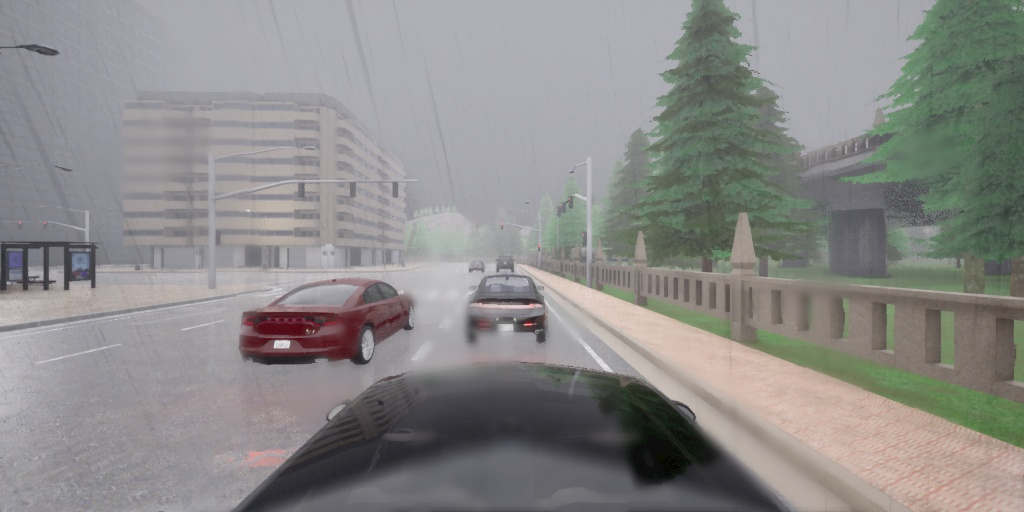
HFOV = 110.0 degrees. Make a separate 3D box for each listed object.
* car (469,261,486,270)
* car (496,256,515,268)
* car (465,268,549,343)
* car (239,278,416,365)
[{"bbox_3d":[-4.370,1.298,45.018,2.033,1.411,5.357,0,0,-1],"label":"car"},{"bbox_3d":[-0.867,0.972,45.320,2.150,2.045,5.566,0,0,-1],"label":"car"},{"bbox_3d":[-0.128,1.242,9.631,2.128,1.511,4.902,0,0,-1],"label":"car"},{"bbox_3d":[-3.596,1.228,8.069,1.882,1.535,5.008,0,0,0],"label":"car"}]
